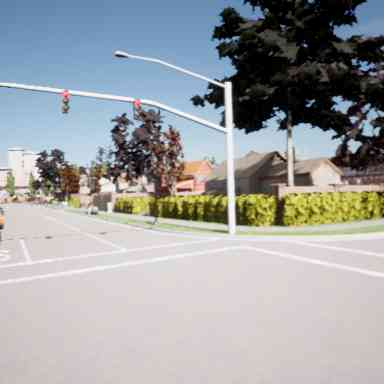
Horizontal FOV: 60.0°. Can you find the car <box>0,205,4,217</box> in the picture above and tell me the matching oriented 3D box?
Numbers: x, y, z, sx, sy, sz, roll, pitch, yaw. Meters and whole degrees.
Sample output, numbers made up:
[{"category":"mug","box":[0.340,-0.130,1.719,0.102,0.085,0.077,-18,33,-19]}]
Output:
[{"category":"car","box":[-26.830,2.580,45.504,1.812,1.442,4.674,-1,0,-29]}]

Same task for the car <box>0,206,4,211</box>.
[{"category":"car","box":[-15.961,1.973,26.144,2.097,1.767,4.553,-1,0,-29]}]

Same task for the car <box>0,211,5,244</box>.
[{"category":"car","box":[-11.244,1.981,17.782,2.033,1.411,5.357,-1,0,-29]}]

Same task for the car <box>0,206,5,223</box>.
[{"category":"car","box":[-20.460,2.290,34.137,2.128,1.511,4.902,-1,0,-29]}]
